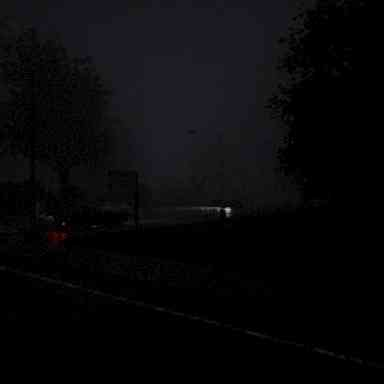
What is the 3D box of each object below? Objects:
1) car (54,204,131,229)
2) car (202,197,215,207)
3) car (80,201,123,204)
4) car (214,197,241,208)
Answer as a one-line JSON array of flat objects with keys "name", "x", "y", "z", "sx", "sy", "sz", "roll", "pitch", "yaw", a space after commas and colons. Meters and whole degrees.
[{"name": "car", "x": -6.730, "y": 1.709, "z": 22.753, "sx": 1.895, "sy": 1.301, "sz": 4.718, "roll": 0, "pitch": 0, "yaw": 39}, {"name": "car", "x": 3.509, "y": 1.567, "z": 53.089, "sx": 2.128, "sy": 1.511, "sz": 4.902, "roll": 0, "pitch": 0, "yaw": 37}, {"name": "car", "x": -8.095, "y": 1.670, "z": 32.421, "sx": 1.812, "sy": 1.442, "sz": 4.674, "roll": 0, "pitch": 0, "yaw": 39}, {"name": "car", "x": 5.781, "y": 1.585, "z": 50.282, "sx": 1.812, "sy": 1.442, "sz": 4.674, "roll": 0, "pitch": 0, "yaw": 37}]
